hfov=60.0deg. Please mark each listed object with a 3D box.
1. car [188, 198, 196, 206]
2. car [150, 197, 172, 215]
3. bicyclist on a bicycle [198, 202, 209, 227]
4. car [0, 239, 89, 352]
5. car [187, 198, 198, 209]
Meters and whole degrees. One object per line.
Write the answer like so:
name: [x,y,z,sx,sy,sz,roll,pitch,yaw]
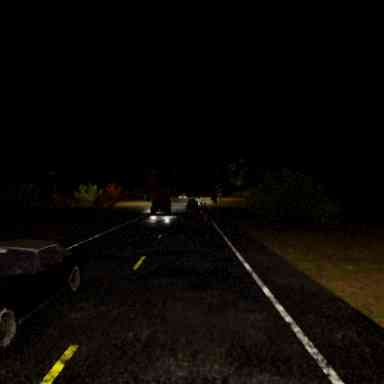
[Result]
car: [-0.007,2.204,73.633,1.837,1.490,4.892,0,0,0]
car: [-3.587,1.618,39.340,2.150,2.045,5.566,0,-1,0]
bicyclist on a bicycle: [0.960,1.616,24.280,0.659,1.776,1.843,0,0,0]
car: [-3.600,1.666,6.369,1.895,1.301,4.718,0,-1,0]
car: [0.084,2.129,56.084,1.994,1.385,4.181,0,-1,0]
